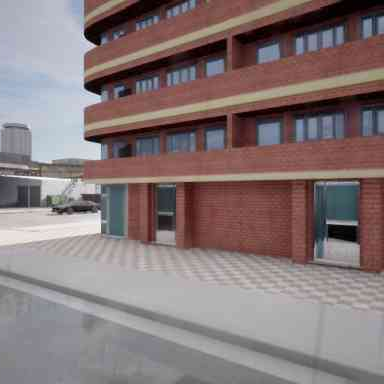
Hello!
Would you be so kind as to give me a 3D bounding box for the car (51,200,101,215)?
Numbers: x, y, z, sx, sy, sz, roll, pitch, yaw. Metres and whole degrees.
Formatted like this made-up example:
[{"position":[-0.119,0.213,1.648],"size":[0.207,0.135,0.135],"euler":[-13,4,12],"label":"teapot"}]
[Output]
[{"position":[-11.765,1.548,34.519],"size":[2.033,1.411,5.357],"euler":[0,0,34],"label":"car"}]
